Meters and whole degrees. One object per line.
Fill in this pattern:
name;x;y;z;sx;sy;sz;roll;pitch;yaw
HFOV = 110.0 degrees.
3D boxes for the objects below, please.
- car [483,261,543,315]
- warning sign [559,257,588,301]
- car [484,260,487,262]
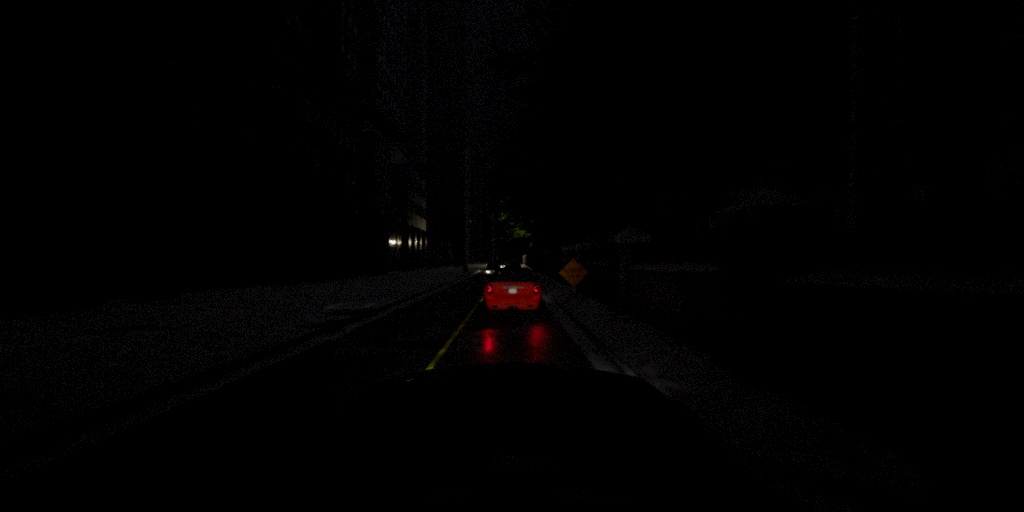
car;0.048;1.214;14.225;2.097;1.767;4.553;0;-1;1
warning sign;2.722;0.991;15.702;1.300;1.860;1.060;0;0;0
car;-3.043;1.647;58.697;1.882;1.535;5.008;0;0;0
